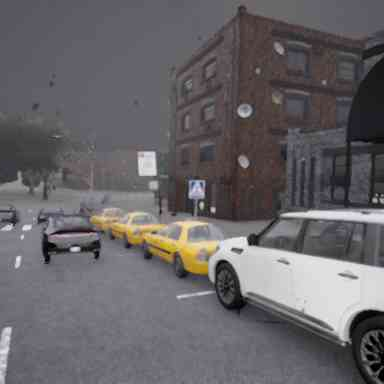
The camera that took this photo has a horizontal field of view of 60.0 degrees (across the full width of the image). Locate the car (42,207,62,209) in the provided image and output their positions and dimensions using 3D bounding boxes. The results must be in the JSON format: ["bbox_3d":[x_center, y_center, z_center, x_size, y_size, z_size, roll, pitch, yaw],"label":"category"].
[{"bbox_3d":[-10.910,1.830,25.936,1.895,1.301,4.718,0,-1,-22],"label":"car"}]

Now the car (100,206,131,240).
[{"bbox_3d":[-5.017,1.657,20.594,1.946,1.575,5.366,0,-1,-26],"label":"car"}]

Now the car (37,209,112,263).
[{"bbox_3d":[-4.708,1.602,12.654,2.128,1.511,4.902,0,0,-25],"label":"car"}]

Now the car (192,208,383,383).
[{"bbox_3d":[2.372,1.277,5.446,2.435,2.045,5.566,0,-1,-26],"label":"car"}]

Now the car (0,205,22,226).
[{"bbox_3d":[-13.989,1.702,24.909,2.128,1.511,4.902,0,0,-22],"label":"car"}]

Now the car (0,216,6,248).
[{"bbox_3d":[-7.500,1.696,10.954,1.895,1.301,4.718,0,-1,-25],"label":"car"}]

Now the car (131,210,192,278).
[{"bbox_3d":[-0.175,1.570,10.664,1.946,1.575,5.366,0,-1,-26],"label":"car"}]
